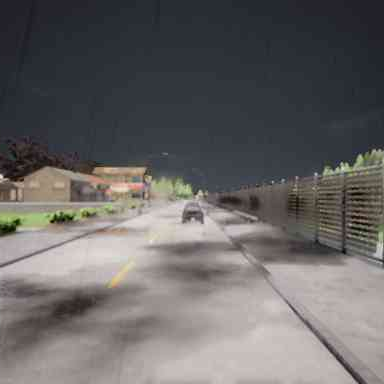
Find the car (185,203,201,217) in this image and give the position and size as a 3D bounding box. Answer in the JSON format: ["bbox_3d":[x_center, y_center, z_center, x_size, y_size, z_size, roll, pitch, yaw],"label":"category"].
[{"bbox_3d":[0.065,2.107,40.483,1.837,1.490,4.892,0,0,0],"label":"car"}]

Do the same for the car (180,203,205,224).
[{"bbox_3d":[0.081,1.933,28.741,1.837,1.490,4.892,0,-1,0],"label":"car"}]
